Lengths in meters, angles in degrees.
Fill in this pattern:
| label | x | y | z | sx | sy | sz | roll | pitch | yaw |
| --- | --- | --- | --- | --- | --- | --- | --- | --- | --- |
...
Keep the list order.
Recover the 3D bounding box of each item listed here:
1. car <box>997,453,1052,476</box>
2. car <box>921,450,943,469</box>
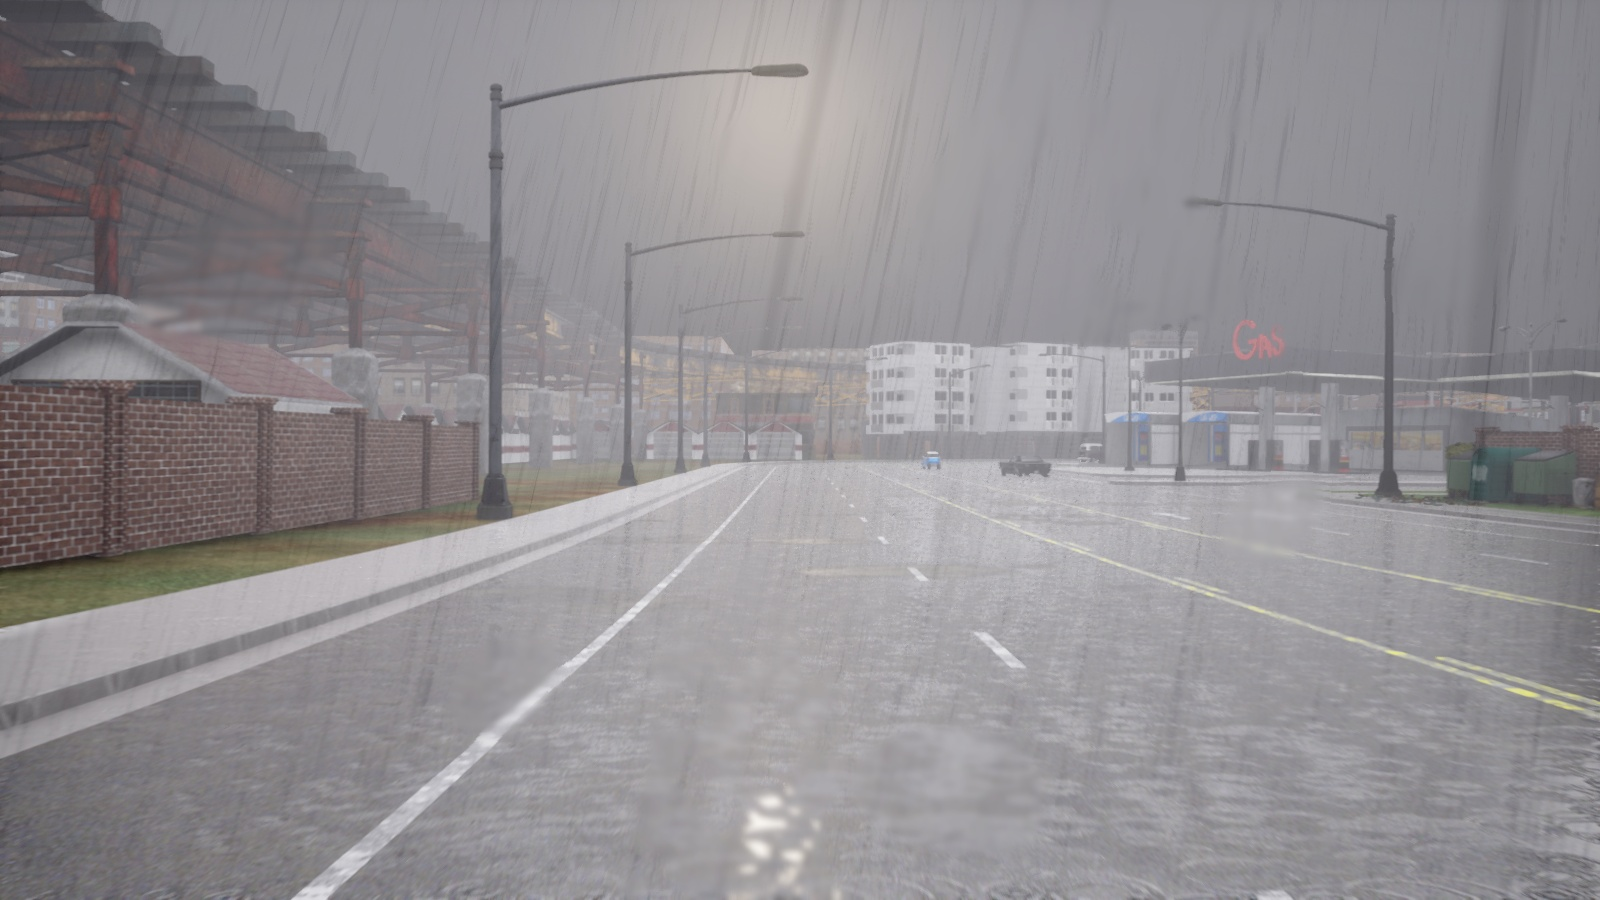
| label | x | y | z | sx | sy | sz | roll | pitch | yaw |
| --- | --- | --- | --- | --- | --- | --- | --- | --- | --- |
| car | 13.755 | 0.873 | 77.104 | 1.895 | 1.301 | 4.718 | 0 | 0 | -9 |
| car | 10.279 | 0.724 | 97.684 | 1.481 | 1.376 | 2.207 | 0 | 1 | 0 |
